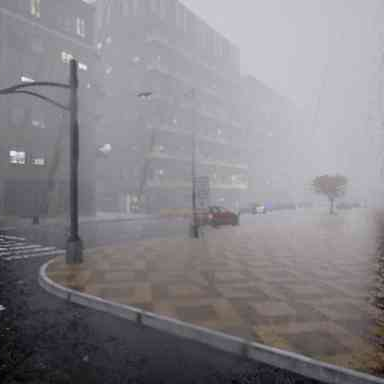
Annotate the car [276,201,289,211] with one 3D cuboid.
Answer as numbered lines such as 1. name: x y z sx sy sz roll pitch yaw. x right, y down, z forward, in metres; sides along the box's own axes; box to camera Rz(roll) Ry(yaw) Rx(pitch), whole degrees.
1. car: 14.384 2.327 56.464 1.967 1.590 4.097 -2 -2 35

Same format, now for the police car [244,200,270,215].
1. police car: 7.716 2.128 42.309 2.038 1.542 4.974 -1 -1 35

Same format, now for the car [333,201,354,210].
1. car: 27.682 2.566 60.939 1.947 1.339 4.313 -2 -2 35

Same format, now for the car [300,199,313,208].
1. car: 24.116 2.468 70.341 2.192 1.841 5.009 -2 -2 35

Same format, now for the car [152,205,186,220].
1. car: -1.935 1.966 33.198 1.752 1.417 4.829 -2 -2 35

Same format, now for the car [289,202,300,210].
1. car: 17.629 2.520 61.086 1.887 1.381 4.507 -2 -2 35

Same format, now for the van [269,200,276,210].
1. van: 11.138 2.139 51.841 1.690 1.788 3.998 -2 -2 35

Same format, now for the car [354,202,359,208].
1. car: 34.171 2.728 70.188 2.008 1.369 4.403 -2 -2 35

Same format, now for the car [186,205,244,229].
1. car: 1.726 1.730 23.944 1.967 1.590 4.097 -2 -2 35
